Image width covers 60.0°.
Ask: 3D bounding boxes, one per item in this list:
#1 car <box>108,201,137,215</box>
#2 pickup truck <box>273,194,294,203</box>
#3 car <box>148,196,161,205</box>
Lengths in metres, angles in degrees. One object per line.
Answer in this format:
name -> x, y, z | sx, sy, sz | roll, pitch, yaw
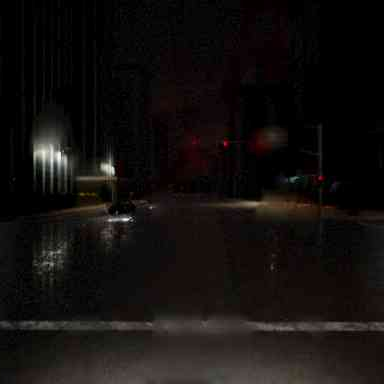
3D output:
car -> -6.820, 1.560, 32.854 | 1.895, 1.301, 4.718 | 0, 0, 2
pickup truck -> 17.013, 0.979, 61.555 | 2.390, 2.098, 6.274 | 0, 0, 31
car -> -6.627, 1.424, 58.652 | 2.128, 1.511, 4.902 | 0, 0, 0
